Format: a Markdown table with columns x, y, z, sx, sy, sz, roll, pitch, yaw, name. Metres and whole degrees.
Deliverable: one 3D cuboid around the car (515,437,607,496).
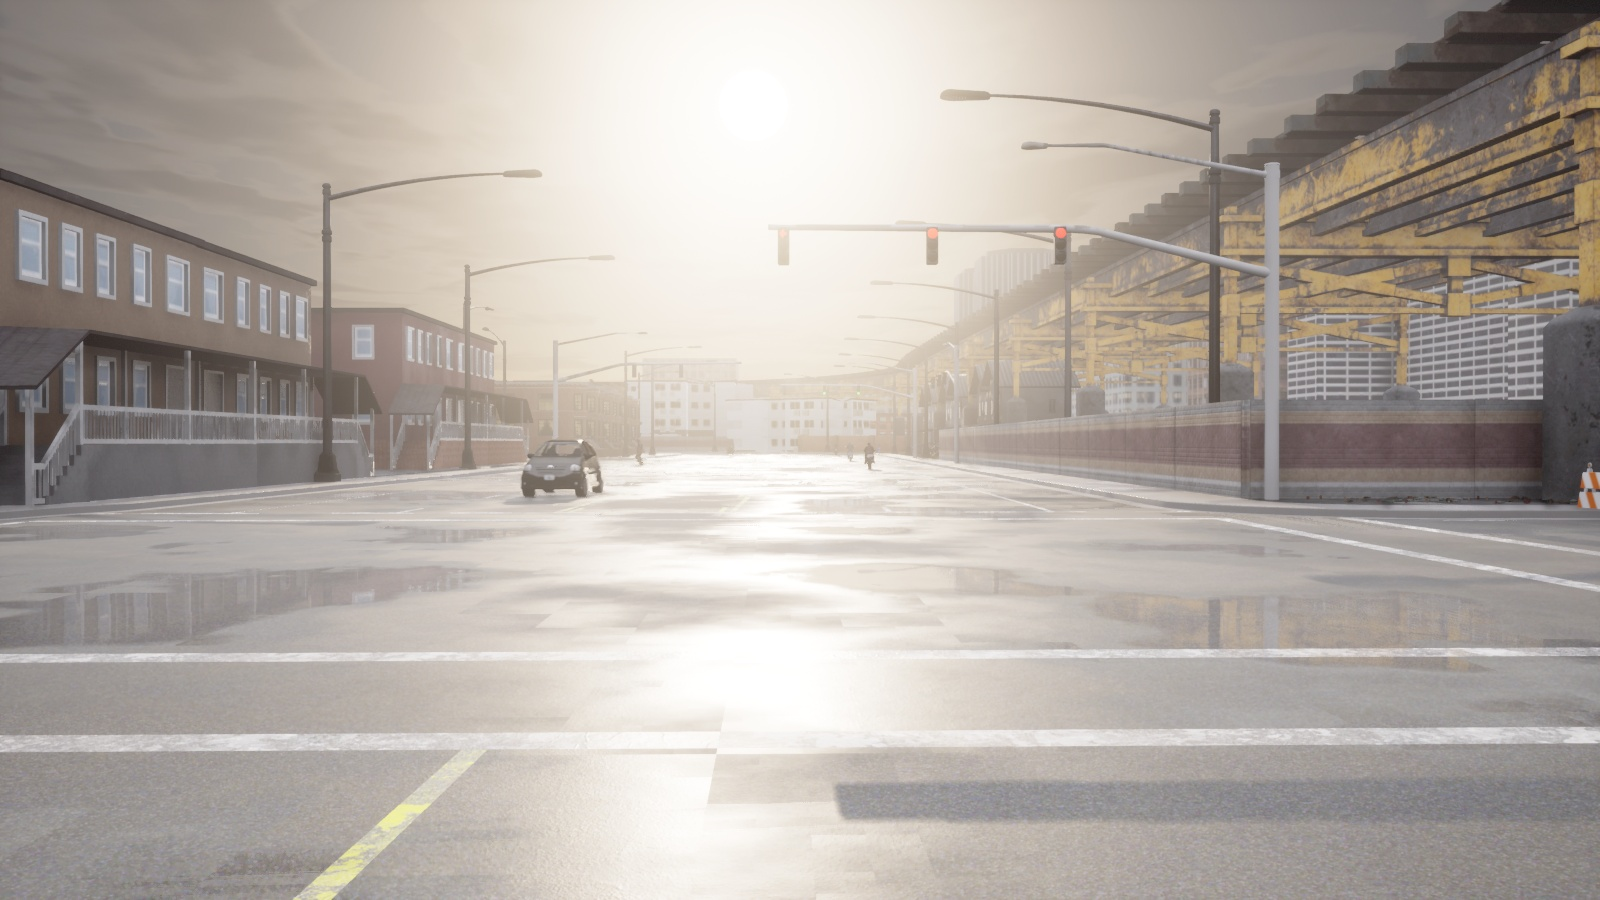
| x | y | z | sx | sy | sz | roll | pitch | yaw | name |
| --- | --- | --- | --- | --- | --- | --- | --- | --- | --- |
| -6.779 | 0.436 | 35.938 | 1.851 | 1.617 | 3.988 | 0 | 0 | 0 | car |
